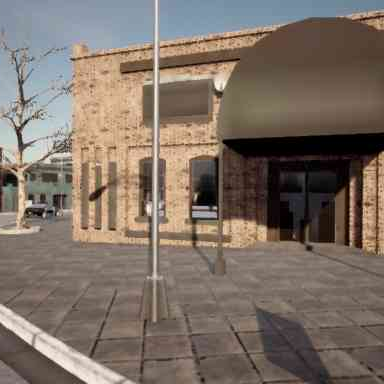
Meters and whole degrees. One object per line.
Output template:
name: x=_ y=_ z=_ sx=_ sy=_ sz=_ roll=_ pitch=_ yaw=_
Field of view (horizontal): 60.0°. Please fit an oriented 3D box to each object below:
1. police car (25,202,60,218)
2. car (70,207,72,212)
police car: x=-16.558 y=1.987 z=37.076 sx=1.930 sy=1.638 sz=5.238 roll=0 pitch=-1 yaw=5
car: x=-14.633 y=2.188 z=46.283 sx=1.801 sy=1.575 sz=5.366 roll=0 pitch=-1 yaw=18
